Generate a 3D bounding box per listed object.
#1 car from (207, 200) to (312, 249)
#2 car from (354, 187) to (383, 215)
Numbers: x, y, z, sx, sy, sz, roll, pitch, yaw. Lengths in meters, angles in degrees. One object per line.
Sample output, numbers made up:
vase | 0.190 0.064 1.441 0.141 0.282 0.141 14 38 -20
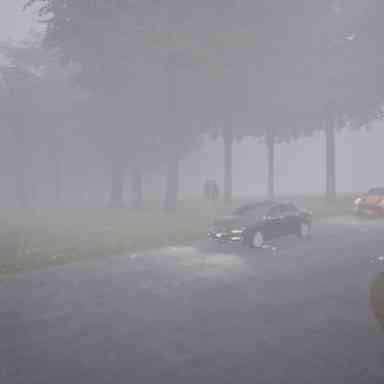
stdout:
car | 2.713 1.097 12.693 4.892 1.490 1.837 -3 2 -40
car | 11.814 0.474 20.466 4.553 1.767 2.097 -3 2 -41
